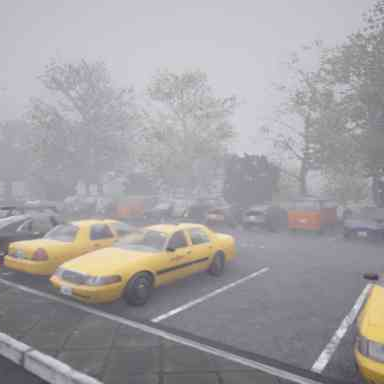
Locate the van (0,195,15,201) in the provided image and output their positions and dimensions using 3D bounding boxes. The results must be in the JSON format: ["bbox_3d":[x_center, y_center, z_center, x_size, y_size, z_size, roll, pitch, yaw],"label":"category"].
[{"bbox_3d":[-11.751,1.308,16.717,1.878,1.987,4.442,0,0,36],"label":"van"}]

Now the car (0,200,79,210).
[{"bbox_3d":[-7.302,1.384,13.396,2.185,1.767,4.553,0,0,36],"label":"car"}]

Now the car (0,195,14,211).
[{"bbox_3d":[-26.668,1.412,43.458,2.435,2.045,5.566,0,0,36],"label":"car"}]

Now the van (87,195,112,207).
[{"bbox_3d":[-6.412,1.316,28.708,1.878,1.987,4.442,0,0,36],"label":"van"}]

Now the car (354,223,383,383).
[{"bbox_3d":[3.815,1.521,5.094,1.946,1.575,5.366,0,0,36],"label":"car"}]

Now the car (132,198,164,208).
[{"bbox_3d":[-1.849,1.515,25.561,2.097,1.535,5.008,0,0,36],"label":"car"}]

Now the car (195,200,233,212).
[{"bbox_3d":[2.653,1.526,22.337,2.163,1.488,4.792,0,0,36],"label":"car"}]

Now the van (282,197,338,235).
[{"bbox_3d":[7.090,1.274,19.238,1.878,1.987,4.442,0,0,36],"label":"van"}]

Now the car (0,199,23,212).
[{"bbox_3d":[-24.307,1.649,41.780,2.097,1.535,5.008,0,0,36],"label":"car"}]

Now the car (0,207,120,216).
[{"bbox_3d":[-5.071,1.503,11.738,2.231,1.521,4.892,0,0,36],"label":"car"}]

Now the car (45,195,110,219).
[{"bbox_3d":[-10.850,1.318,32.025,2.435,2.045,5.566,0,0,36],"label":"car"}]

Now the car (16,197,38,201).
[{"bbox_3d":[-15.327,1.596,35.289,2.097,1.535,5.008,0,0,36],"label":"car"}]

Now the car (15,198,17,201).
[{"bbox_3d":[-17.668,1.650,36.991,2.002,1.452,4.674,0,0,36],"label":"car"}]

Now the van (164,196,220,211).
[{"bbox_3d":[0.341,1.278,23.838,1.878,1.987,4.442,0,0,36],"label":"van"}]

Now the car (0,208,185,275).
[{"bbox_3d":[-2.716,1.498,10.272,1.946,1.575,5.366,0,0,36],"label":"car"}]

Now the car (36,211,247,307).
[{"bbox_3d":[-0.783,1.502,8.417,1.946,1.575,5.366,0,0,36],"label":"car"}]

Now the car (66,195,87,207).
[{"bbox_3d":[-8.605,1.304,30.403,2.435,2.045,5.566,0,0,36],"label":"car"}]

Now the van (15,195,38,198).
[{"bbox_3d":[-19.848,1.397,38.707,1.878,1.987,4.442,0,0,36],"label":"van"}]

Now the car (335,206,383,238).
[{"bbox_3d":[9.350,1.538,17.426,2.163,1.488,4.792,0,0,36],"label":"car"}]

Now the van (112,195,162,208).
[{"bbox_3d":[-4.030,1.303,27.275,1.878,1.987,4.442,0,0,36],"label":"van"}]

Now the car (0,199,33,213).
[{"bbox_3d":[-22.059,1.676,40.159,2.002,1.452,4.674,0,0,36],"label":"car"}]

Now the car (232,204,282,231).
[{"bbox_3d":[4.792,1.525,20.791,2.163,1.488,4.792,0,0,36],"label":"car"}]
